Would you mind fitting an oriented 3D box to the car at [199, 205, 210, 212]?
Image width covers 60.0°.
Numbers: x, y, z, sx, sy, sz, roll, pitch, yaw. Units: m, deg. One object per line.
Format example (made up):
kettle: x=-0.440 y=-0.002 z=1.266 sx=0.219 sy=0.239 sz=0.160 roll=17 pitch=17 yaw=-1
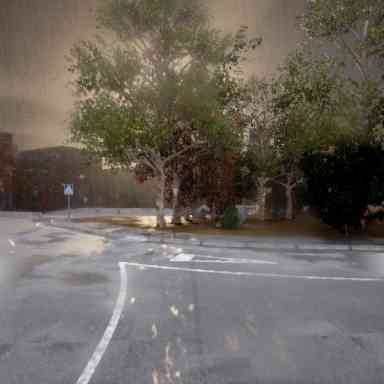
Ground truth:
car: x=3.882 y=4.663 z=93.764 sx=2.435 sy=2.045 sz=5.566 roll=0 pitch=-2 yaw=26
